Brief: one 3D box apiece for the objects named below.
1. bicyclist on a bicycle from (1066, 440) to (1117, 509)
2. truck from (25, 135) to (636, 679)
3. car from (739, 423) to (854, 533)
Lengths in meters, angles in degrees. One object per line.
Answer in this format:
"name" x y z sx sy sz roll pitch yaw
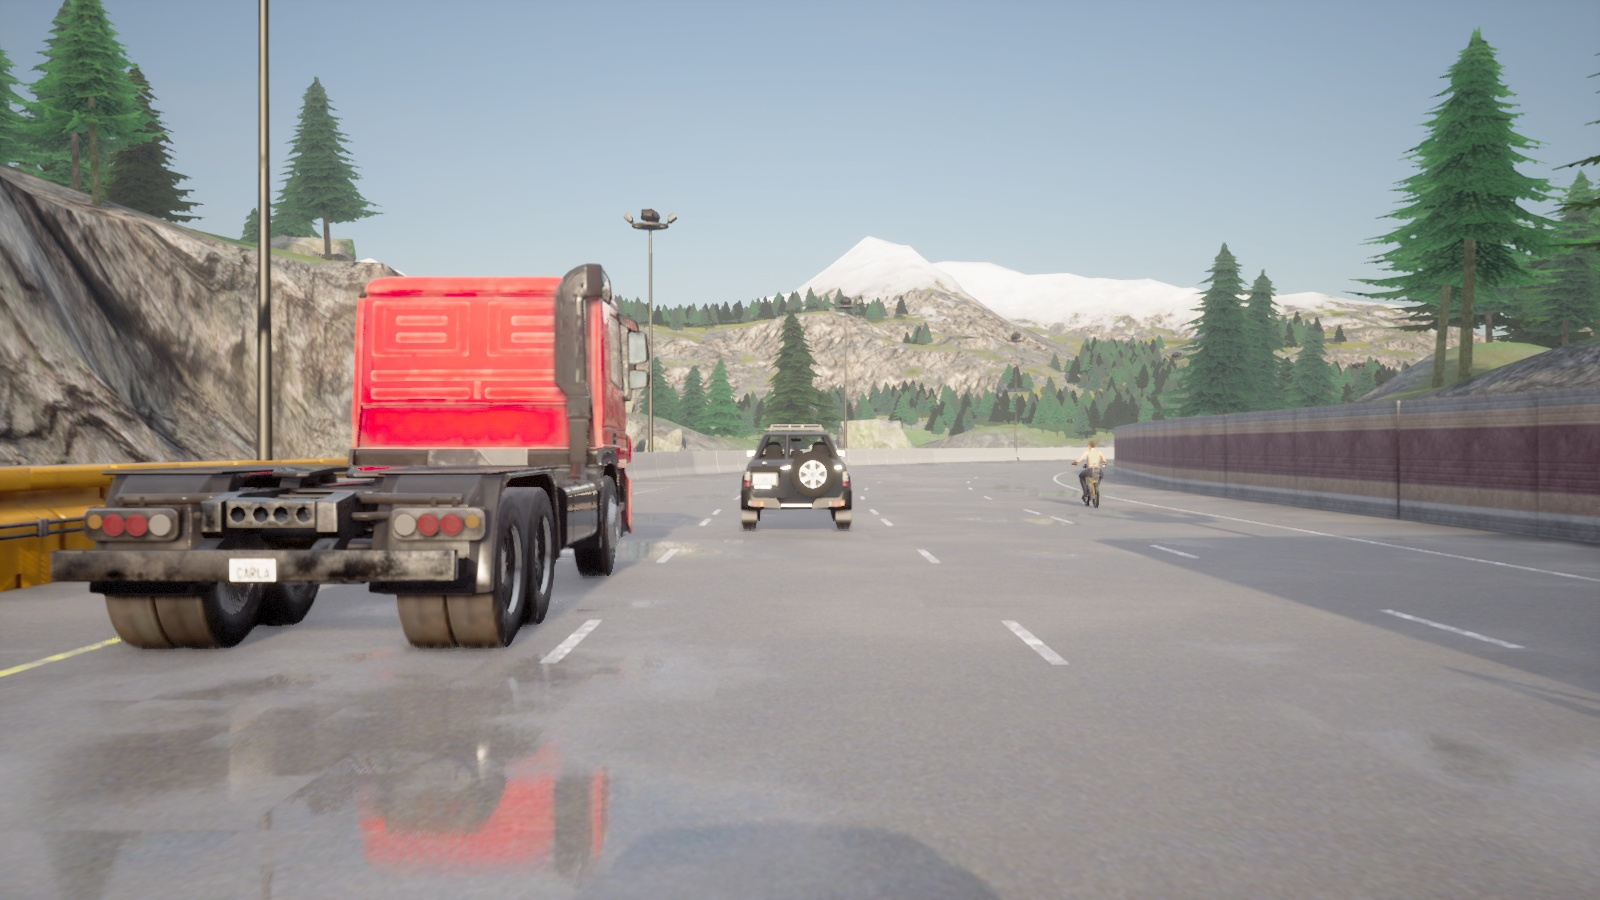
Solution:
"bicyclist on a bicycle" 6.912 0.566 29.853 0.866 1.612 1.509 0 0 0
"truck" -3.501 -0.287 11.961 2.891 3.462 7.936 0 0 0
"car" -0.076 0.467 23.394 1.932 1.855 4.605 0 0 0
